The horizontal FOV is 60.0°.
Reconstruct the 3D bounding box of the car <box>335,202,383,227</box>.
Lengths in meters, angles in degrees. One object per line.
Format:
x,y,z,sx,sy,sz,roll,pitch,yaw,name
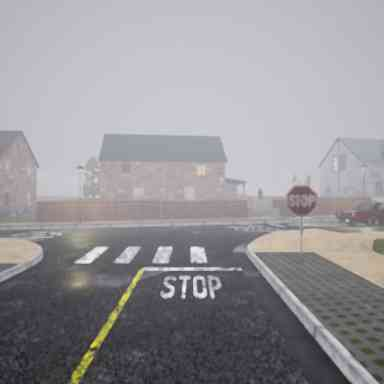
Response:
10.449,1.199,18.102,4.718,1.301,1.895,-1,-1,-10,car
